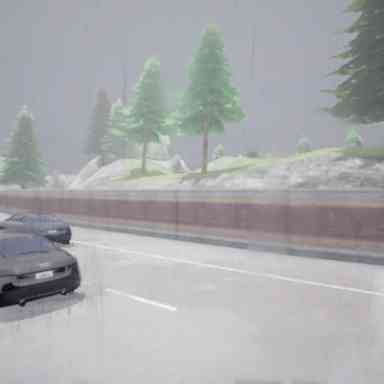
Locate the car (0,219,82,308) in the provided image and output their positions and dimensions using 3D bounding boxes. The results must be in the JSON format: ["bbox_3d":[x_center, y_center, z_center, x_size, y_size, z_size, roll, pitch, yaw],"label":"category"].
[{"bbox_3d":[-4.374,1.547,7.597,4.181,1.385,1.994,0,0,39],"label":"car"}]

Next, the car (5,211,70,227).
[{"bbox_3d":[-6.999,1.535,14.494,4.181,1.385,1.994,0,0,42],"label":"car"}]
